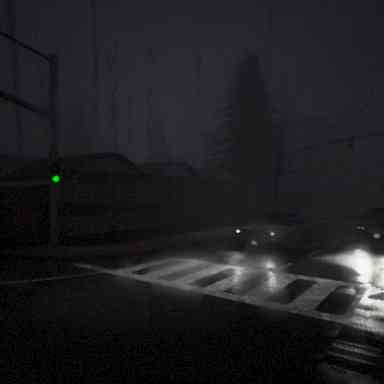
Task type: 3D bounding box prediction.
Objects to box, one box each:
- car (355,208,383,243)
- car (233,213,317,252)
[{"bbox_3d":[8.886,1.494,15.276,2.128,1.511,4.902,0,0,38],"label":"car"},{"bbox_3d":[3.687,1.609,14.279,1.895,1.301,4.718,0,0,38],"label":"car"}]
